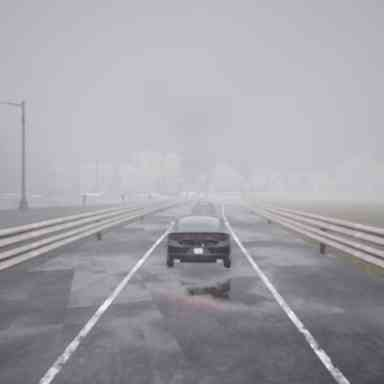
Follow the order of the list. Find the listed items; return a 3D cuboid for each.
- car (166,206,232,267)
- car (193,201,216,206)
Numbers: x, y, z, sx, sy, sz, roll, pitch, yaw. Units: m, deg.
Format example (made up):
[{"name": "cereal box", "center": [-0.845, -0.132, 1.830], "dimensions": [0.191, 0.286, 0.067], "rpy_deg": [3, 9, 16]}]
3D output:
[{"name": "car", "center": [0.260, 1.429, 11.236], "dimensions": [1.882, 1.535, 5.008], "rpy_deg": [0, -1, 2]}, {"name": "car", "center": [0.979, 1.447, 26.944], "dimensions": [1.994, 1.385, 4.181], "rpy_deg": [0, 0, 4]}]
